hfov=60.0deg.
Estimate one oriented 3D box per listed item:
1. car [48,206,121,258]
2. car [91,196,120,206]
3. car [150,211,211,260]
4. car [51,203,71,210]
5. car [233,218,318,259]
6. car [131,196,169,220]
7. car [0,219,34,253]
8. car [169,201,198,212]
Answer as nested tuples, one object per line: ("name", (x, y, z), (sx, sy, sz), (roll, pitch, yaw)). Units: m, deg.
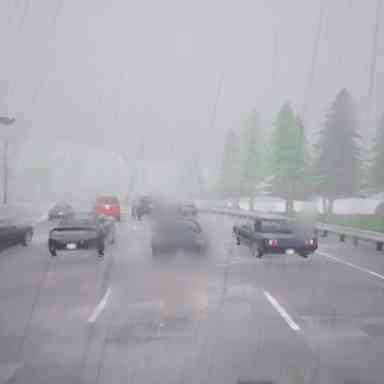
("car", (-4.127, 1.534, 13.088), (2.128, 1.511, 4.902), (0, 0, -6))
("car", (-7.345, 1.314, 28.349), (2.150, 2.045, 5.566), (0, 0, -17))
("car", (-0.563, 1.642, 12.683), (1.895, 1.301, 4.718), (0, 0, -6))
("car", (-11.092, 1.656, 28.548), (1.994, 1.385, 4.181), (0, 0, -18))
("car", (2.929, 1.643, 12.901), (1.895, 1.301, 4.718), (0, 0, -6))
("car", (-3.957, 1.317, 29.227), (2.150, 2.045, 5.566), (0, 0, -17))
("car", (-7.549, 1.640, 12.272), (1.895, 1.301, 4.718), (0, 0, -6))
("car", (-0.938, 1.592, 31.223), (2.128, 1.511, 4.902), (0, 0, -18))
